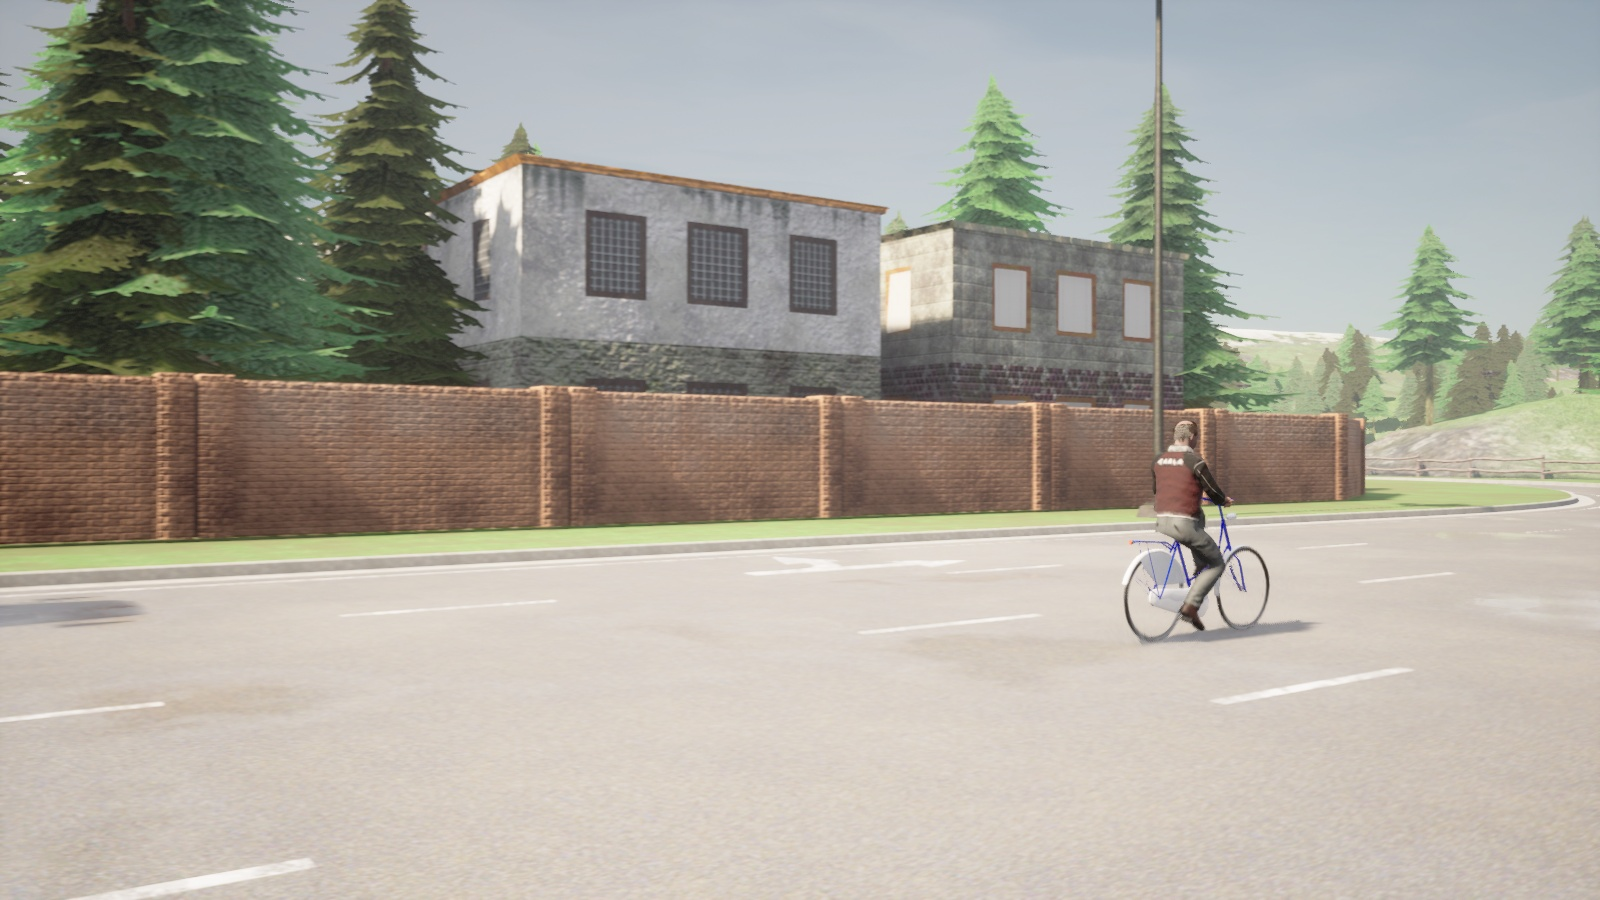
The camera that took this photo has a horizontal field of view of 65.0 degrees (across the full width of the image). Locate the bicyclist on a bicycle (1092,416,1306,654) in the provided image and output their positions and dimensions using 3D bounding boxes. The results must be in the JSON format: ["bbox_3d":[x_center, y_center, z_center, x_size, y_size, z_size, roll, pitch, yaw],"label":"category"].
[{"bbox_3d":[3.261,0.633,10.194,1.843,1.776,0.659,0,0,-35],"label":"bicyclist on a bicycle"}]
